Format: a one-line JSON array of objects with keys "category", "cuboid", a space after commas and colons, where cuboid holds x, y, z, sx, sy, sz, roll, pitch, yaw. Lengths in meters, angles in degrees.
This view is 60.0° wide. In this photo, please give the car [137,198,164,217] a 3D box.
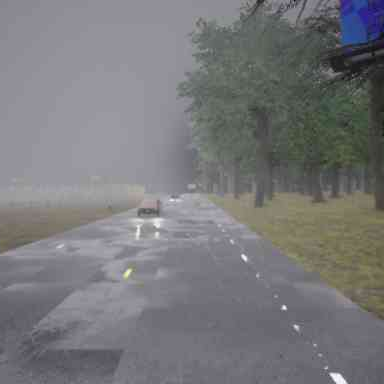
[{"category": "car", "cuboid": [-3.595, 1.257, 29.237, 1.882, 1.535, 5.008, 0, 1, 0]}]

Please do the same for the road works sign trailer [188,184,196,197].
[{"category": "road works sign trailer", "cuboid": [0.003, -0.558, 92.355, 2.380, 3.560, 2.880, 0, 1, 1]}]

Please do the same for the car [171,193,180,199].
[{"category": "car", "cuboid": [-3.499, 0.830, 70.188, 1.895, 1.301, 4.718, 0, 1, 0]}]
